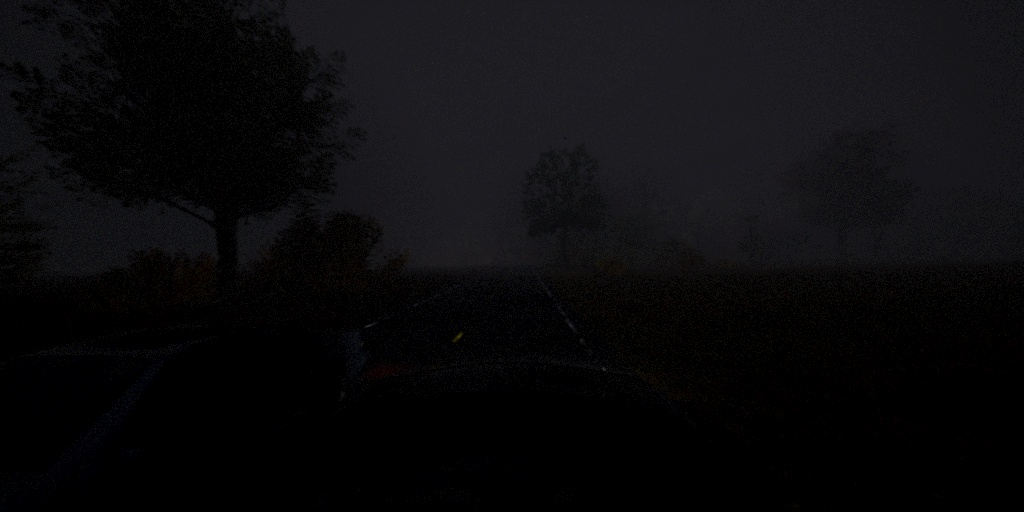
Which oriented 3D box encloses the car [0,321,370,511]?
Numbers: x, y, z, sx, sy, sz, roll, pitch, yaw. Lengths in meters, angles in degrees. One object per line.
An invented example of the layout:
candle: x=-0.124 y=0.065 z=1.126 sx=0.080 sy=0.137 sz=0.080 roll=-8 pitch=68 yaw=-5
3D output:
car: x=-3.060 y=1.359 z=3.023 sx=2.033 sy=1.411 sz=5.357 roll=-1 pitch=0 yaw=1
